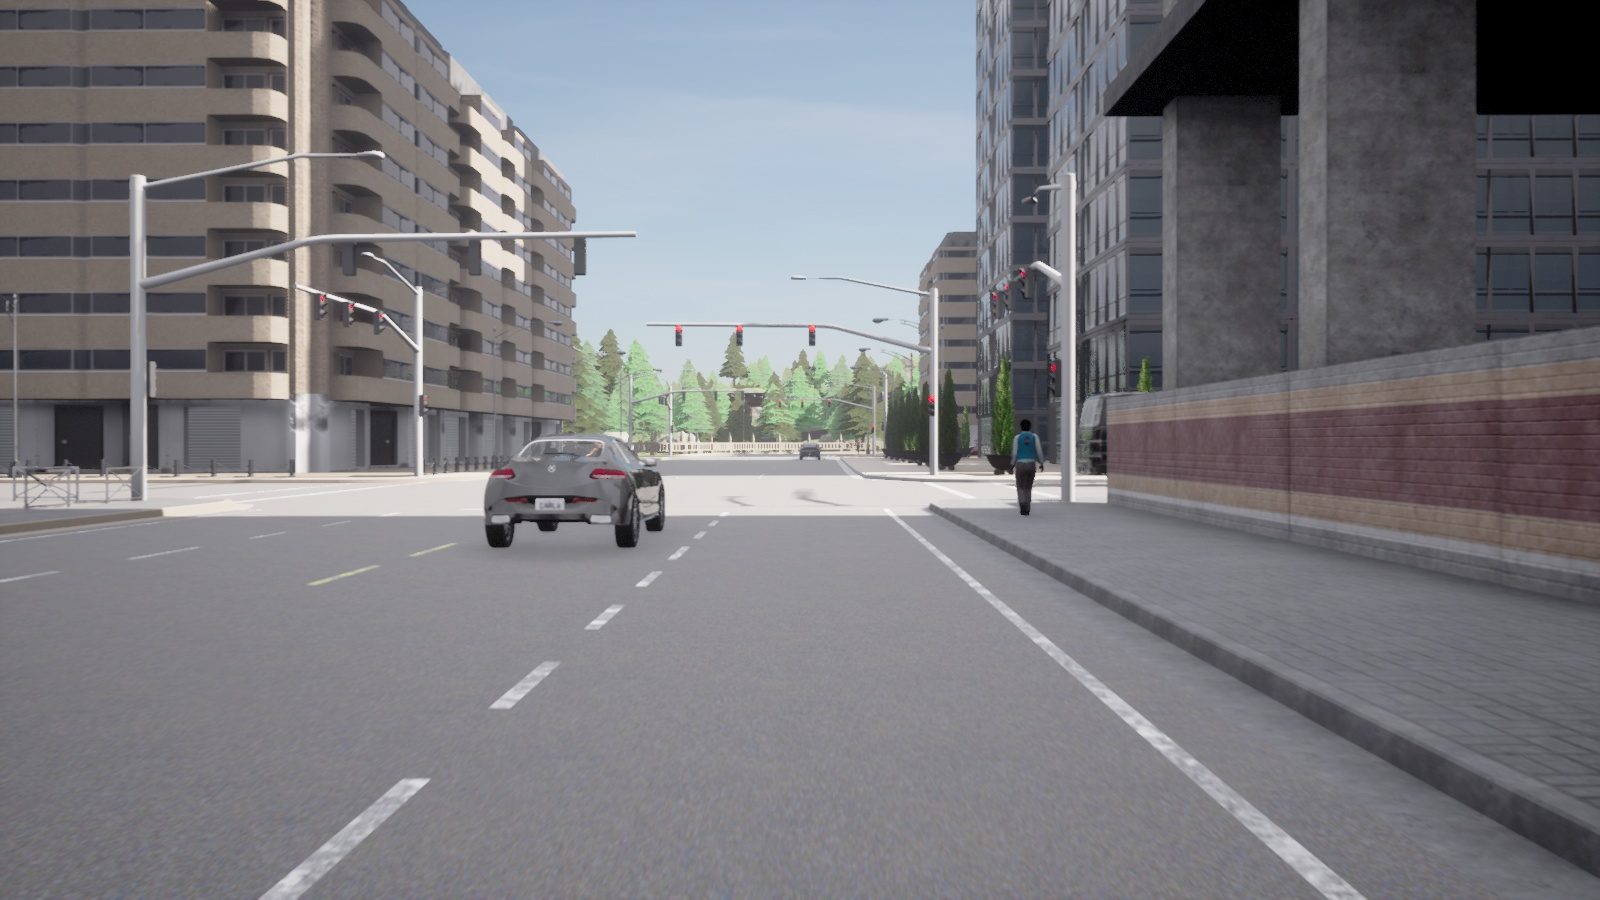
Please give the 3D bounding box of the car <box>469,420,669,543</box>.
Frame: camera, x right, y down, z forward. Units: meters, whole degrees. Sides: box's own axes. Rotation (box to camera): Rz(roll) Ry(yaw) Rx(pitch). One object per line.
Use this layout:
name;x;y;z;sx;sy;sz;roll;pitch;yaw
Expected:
car;-3.376;0.413;19.428;2.152;1.651;5.027;0;0;0

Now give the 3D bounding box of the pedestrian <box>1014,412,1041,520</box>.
pedestrian;4.125;0.276;22.796;0.396;1.930;0.692;0;0;3

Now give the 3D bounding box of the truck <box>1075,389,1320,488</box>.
truck;14.201;-0.424;45.338;7.936;3.462;2.891;0;0;1
